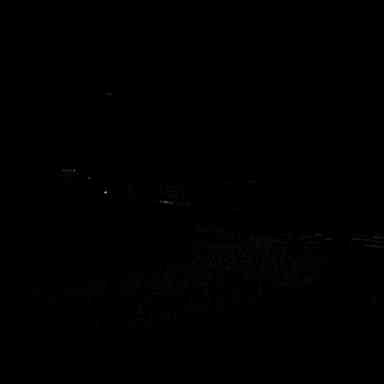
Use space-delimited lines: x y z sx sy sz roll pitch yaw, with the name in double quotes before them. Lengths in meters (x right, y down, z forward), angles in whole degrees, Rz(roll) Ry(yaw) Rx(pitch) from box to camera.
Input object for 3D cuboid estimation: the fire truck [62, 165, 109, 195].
"fire truck" -12.748 -1.261 39.058 2.891 3.827 8.468 -1 3 -35
